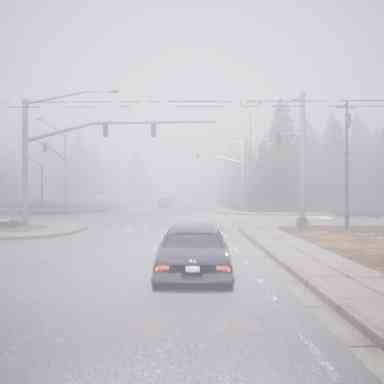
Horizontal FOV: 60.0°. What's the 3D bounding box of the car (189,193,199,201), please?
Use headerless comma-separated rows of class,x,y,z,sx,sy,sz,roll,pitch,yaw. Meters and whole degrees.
car,0.502,1.225,82.765,2.150,2.045,5.566,0,0,2

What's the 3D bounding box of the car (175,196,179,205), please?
car,-3.665,1.491,54.674,2.128,1.511,4.902,0,0,0

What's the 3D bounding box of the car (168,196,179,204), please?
car,-3.562,1.505,64.552,1.837,1.490,4.892,0,0,1

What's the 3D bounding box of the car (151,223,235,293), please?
car,0.036,1.545,9.008,2.033,1.411,5.357,0,0,1

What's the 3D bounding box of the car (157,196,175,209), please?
car,-3.674,1.505,45.022,1.837,1.490,4.892,0,0,0

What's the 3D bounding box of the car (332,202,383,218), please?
car,14.692,1.591,29.555,4.181,1.385,1.994,0,0,1
